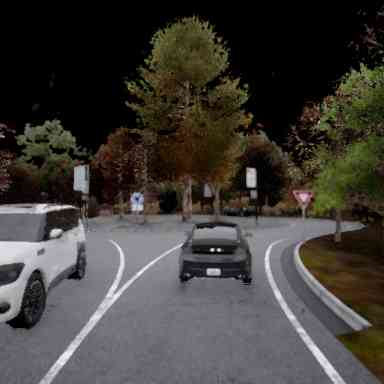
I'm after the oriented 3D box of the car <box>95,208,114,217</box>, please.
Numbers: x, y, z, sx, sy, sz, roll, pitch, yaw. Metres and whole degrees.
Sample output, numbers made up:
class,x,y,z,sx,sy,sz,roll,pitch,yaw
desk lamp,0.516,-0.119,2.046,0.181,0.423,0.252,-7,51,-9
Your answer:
class,x,y,z,sx,sy,sz,roll,pitch,yaw
car,-13.980,3.089,50.287,4.181,1.385,1.994,0,-2,-39

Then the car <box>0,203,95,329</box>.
class,x,y,z,sx,sy,sz,roll,pitch,yaw
car,-3.873,1.293,7.322,2.150,2.045,5.566,0,-1,-5

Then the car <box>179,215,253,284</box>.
class,x,y,z,sx,sy,sz,roll,pitch,yaw
car,0.761,1.643,10.005,1.837,1.490,4.892,0,-2,6

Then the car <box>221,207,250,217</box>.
class,x,y,z,sx,sy,sz,roll,pitch,yaw
car,6.622,3.045,51.227,4.553,1.767,2.097,-2,-3,39

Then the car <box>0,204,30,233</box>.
class,x,y,z,sx,sy,sz,roll,pitch,yaw
car,-14.927,1.958,26.286,2.150,2.045,5.566,1,-2,-44
